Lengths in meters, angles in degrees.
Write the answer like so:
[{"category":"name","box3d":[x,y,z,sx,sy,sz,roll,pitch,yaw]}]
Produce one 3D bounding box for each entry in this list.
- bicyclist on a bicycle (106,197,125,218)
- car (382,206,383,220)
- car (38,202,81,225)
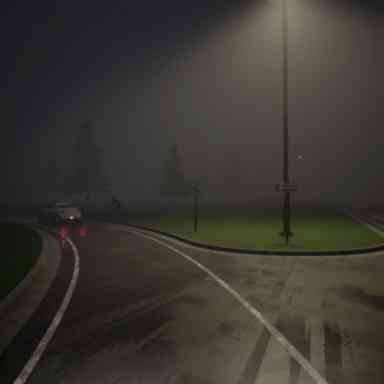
[{"category":"bicyclist on a bicycle","box3d":[-6.019,1.204,26.160,1.656,1.620,0.582,-1,1,-41]},{"category":"car","box3d":[13.974,1.283,21.897,1.837,1.490,4.892,0,0,19]},{"category":"car","box3d":[-9.465,1.467,23.716,1.812,1.442,4.674,0,0,-41]}]
